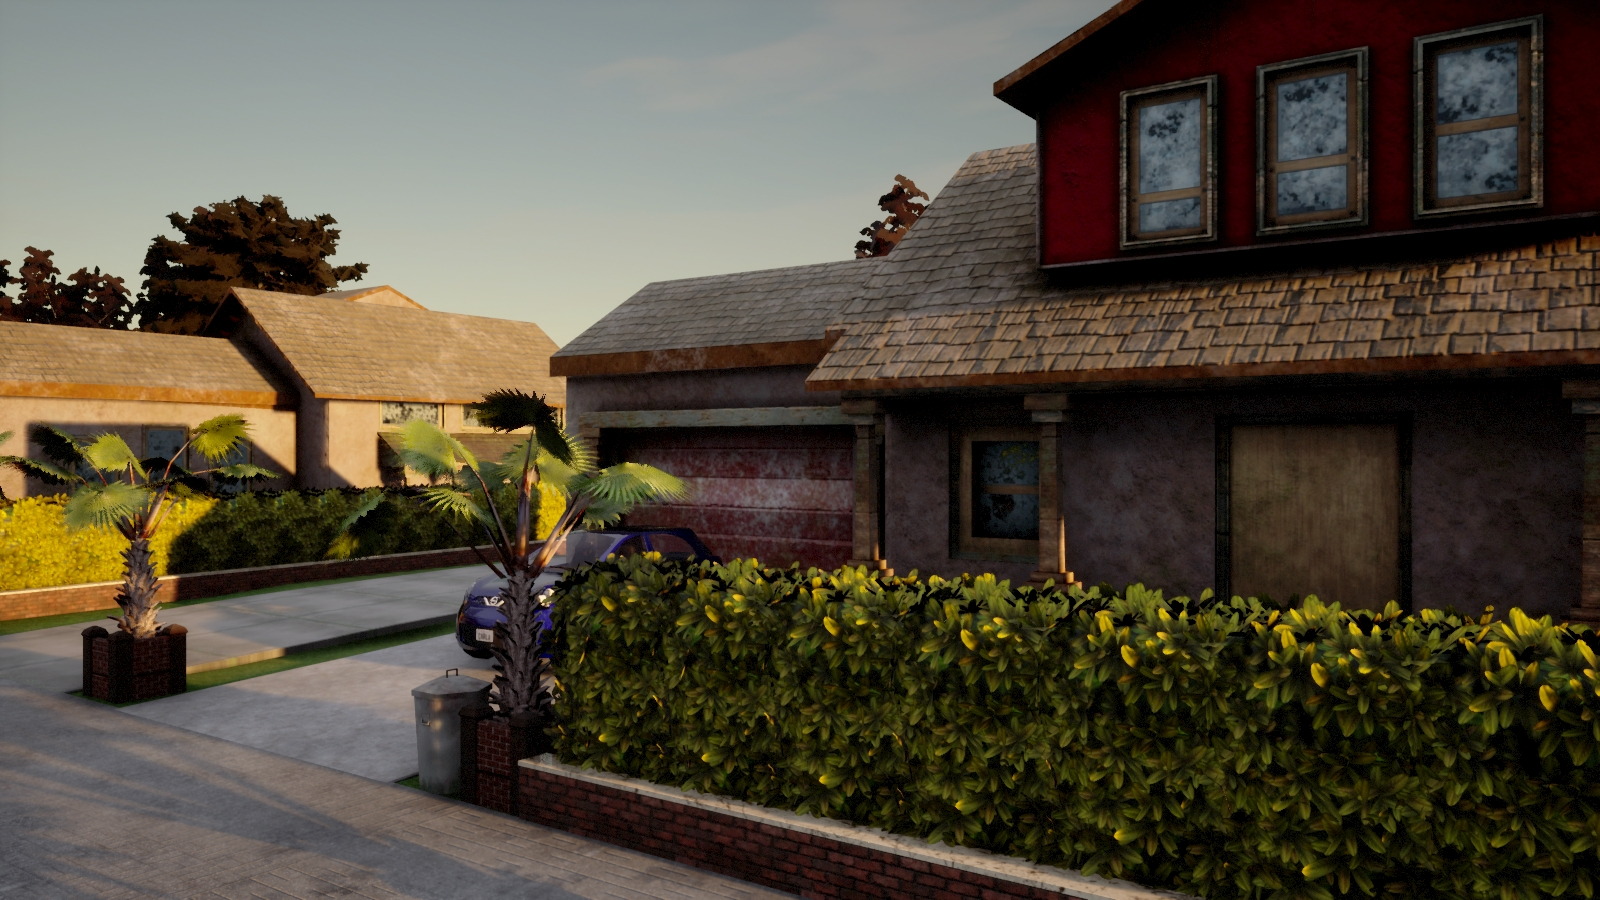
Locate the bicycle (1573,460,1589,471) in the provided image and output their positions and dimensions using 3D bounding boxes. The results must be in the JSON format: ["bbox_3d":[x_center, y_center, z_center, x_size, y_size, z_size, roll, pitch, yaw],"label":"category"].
[{"bbox_3d":[103.426,2.059,151.306,1.835,1.471,0.329,0,0,35],"label":"bicycle"}]
